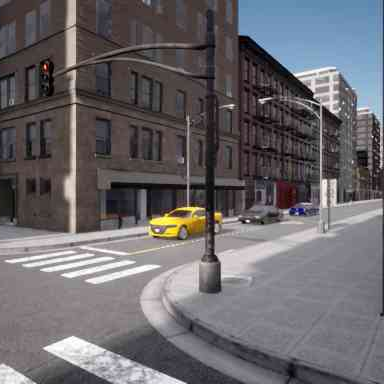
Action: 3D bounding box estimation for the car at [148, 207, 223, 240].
[{"bbox_3d":[-0.213,1.576,17.895,1.882,1.535,5.008,0,0,35],"label":"car"}]

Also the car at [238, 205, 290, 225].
[{"bbox_3d":[5.527,1.704,25.953,2.033,1.411,5.357,0,0,35],"label":"car"}]

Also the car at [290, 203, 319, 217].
[{"bbox_3d":[11.587,1.816,34.433,1.895,1.301,4.718,0,0,36],"label":"car"}]
